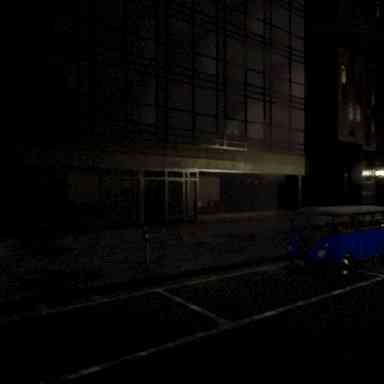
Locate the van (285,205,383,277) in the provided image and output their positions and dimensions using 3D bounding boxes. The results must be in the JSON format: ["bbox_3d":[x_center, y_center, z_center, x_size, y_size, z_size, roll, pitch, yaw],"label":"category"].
[{"bbox_3d":[4.511,1.312,9.863,3.998,1.788,1.690,0,0,-35],"label":"van"}]
